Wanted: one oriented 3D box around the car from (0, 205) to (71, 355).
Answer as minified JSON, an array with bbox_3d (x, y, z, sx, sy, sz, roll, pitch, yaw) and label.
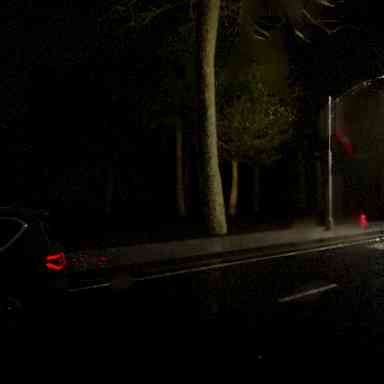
[{"bbox_3d":[-4.560,1.226,4.411,5.566,2.045,2.150,0,0,-35],"label":"car"}]
